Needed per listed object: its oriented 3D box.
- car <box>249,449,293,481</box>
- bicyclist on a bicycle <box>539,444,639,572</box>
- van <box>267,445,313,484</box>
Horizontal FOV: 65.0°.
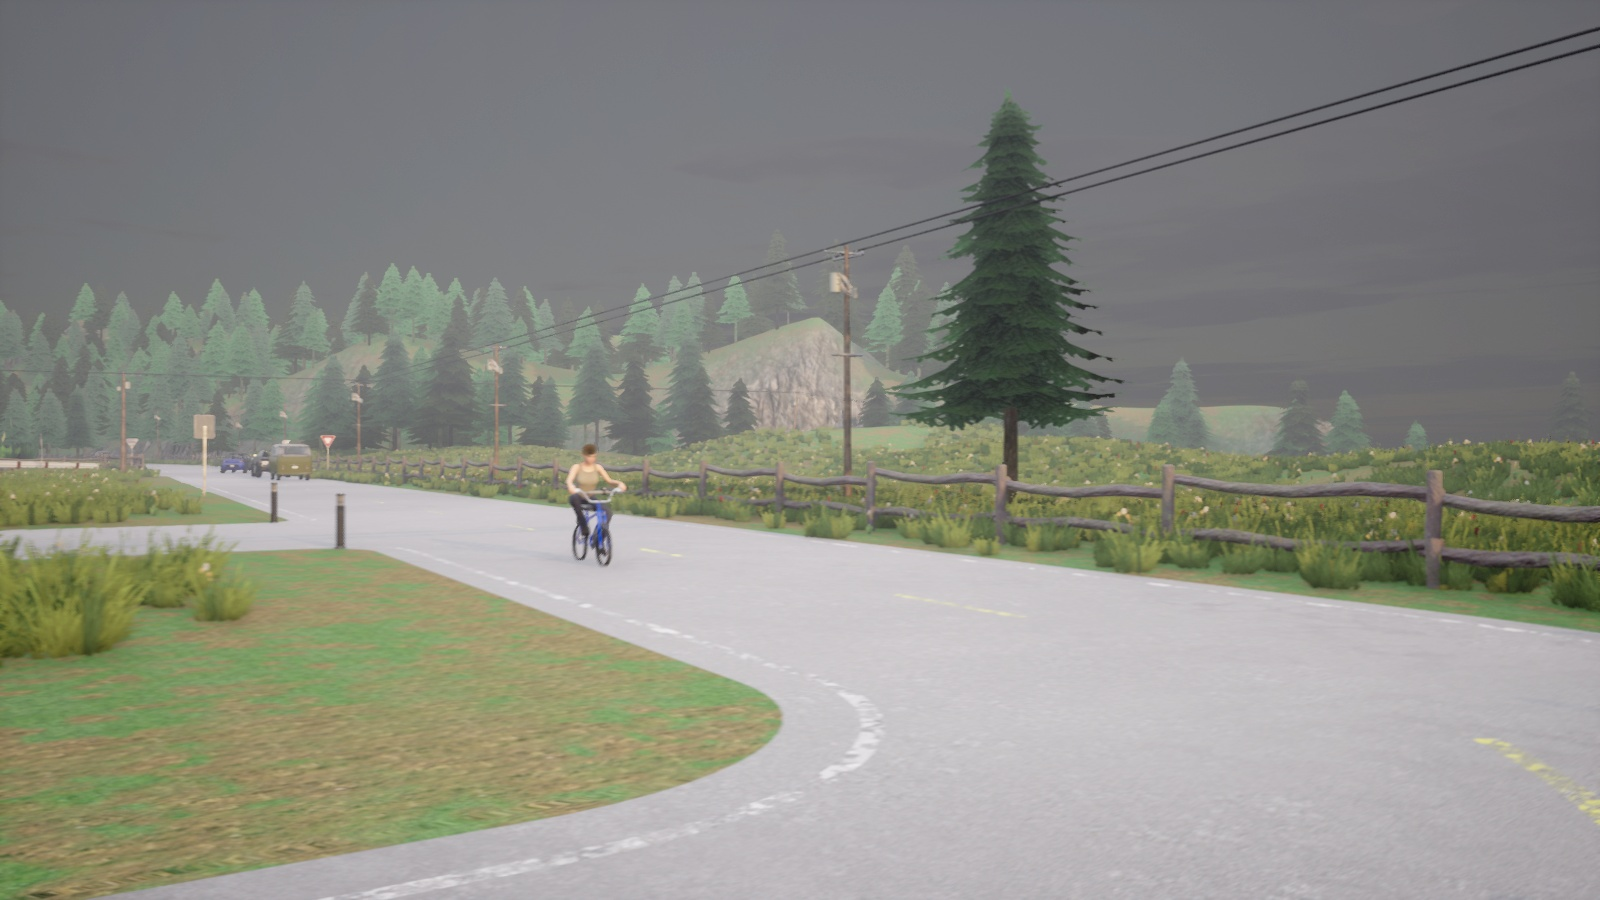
[{"bbox_3d":[-31.884,0.863,75.618,1.932,1.855,4.605,0,0,-29],"label":"car"},{"bbox_3d":[-2.822,0.736,16.696,0.866,1.612,1.509,0,0,-29],"label":"bicyclist on a bicycle"},{"bbox_3d":[-27.572,0.765,67.778,1.775,1.987,4.442,0,0,-29],"label":"van"}]
